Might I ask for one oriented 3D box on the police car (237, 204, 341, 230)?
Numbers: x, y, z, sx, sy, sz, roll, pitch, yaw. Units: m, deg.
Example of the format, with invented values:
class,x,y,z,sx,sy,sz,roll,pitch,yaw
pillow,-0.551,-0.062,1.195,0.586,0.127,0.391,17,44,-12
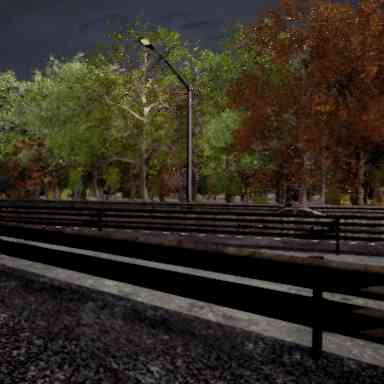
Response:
class,x,y,z,sx,sy,sz,roll,pitch,yaw
police car,5.063,1.445,17.655,5.238,1.638,1.930,0,0,20
